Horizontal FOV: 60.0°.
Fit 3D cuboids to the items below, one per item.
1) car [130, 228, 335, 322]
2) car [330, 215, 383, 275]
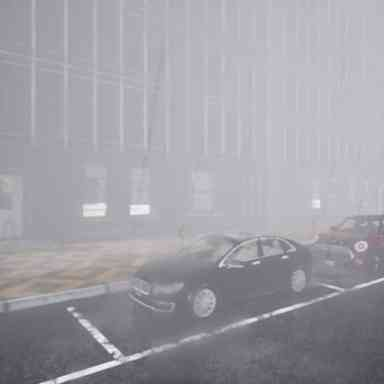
[{"bbox_3d":[0.841,1.563,7.162,4.403,1.369,2.008,0,0,-36],"label":"car"},{"bbox_3d":[5.476,1.464,10.468,4.097,1.590,1.967,0,0,-36],"label":"car"}]
